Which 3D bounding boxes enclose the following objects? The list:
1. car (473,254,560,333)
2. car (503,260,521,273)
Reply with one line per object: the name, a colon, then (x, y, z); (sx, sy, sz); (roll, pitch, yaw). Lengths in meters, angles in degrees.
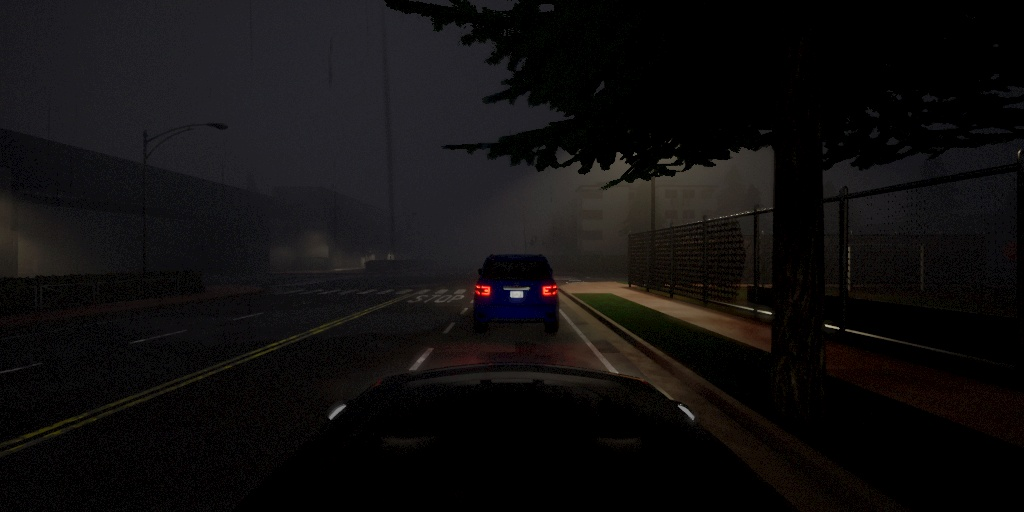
car: (0.111, 0.972, 10.889); (2.150, 2.045, 5.566); (0, 0, 0)
car: (0.005, 1.241, 45.742); (2.128, 1.511, 4.902); (0, 0, 0)
